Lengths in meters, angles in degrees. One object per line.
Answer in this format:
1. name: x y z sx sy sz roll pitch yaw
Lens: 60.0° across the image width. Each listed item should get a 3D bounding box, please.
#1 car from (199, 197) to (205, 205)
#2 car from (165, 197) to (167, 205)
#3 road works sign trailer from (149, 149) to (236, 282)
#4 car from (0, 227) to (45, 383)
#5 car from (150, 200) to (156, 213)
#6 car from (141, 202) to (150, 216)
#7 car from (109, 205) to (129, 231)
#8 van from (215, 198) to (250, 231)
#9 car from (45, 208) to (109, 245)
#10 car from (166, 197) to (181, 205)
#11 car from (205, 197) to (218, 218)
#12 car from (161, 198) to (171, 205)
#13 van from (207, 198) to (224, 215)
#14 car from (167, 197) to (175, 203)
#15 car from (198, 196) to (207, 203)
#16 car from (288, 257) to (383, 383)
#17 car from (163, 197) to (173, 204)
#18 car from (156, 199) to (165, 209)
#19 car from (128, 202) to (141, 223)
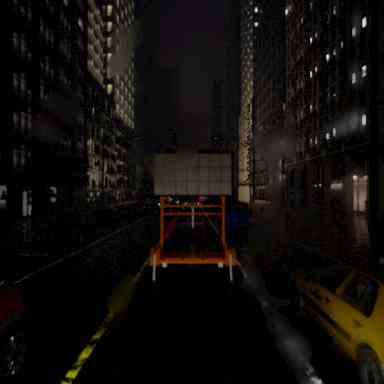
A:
1. car: 2.730 1.973 61.396 2.008 1.369 4.403 -1 0 0
2. car: -5.650 1.972 61.403 2.008 1.369 4.403 -1 0 0
3. road works sign trailer: 0.022 0.534 9.988 2.380 3.560 2.880 0 0 0
4. car: -3.102 1.368 2.271 2.097 1.767 4.553 0 0 0
5. car: -5.668 1.848 38.669 1.802 1.307 4.206 -1 0 0
6. car: -5.674 1.778 32.986 2.008 1.369 4.403 -1 0 0
7. car: -5.682 1.715 21.618 1.947 1.339 4.313 -1 0 0
8. van: 2.696 1.491 21.613 1.690 1.788 3.998 -1 0 0
9. car: -5.687 1.661 15.935 2.008 1.369 4.403 -1 0 0
10. car: -2.954 1.959 60.017 2.033 1.411 5.357 0 0 0
11. car: 2.705 1.543 32.980 2.192 1.841 5.009 -1 0 0
12. car: -5.641 2.081 72.770 1.802 1.307 4.206 -1 0 0
13. van: 2.710 1.608 38.664 1.690 1.788 3.998 -1 0 0
14. car: -5.627 2.138 89.651 1.752 1.417 4.829 -1 0 0
15. car: 2.751 1.930 89.816 2.192 1.841 5.009 -1 0 0
16. car: 2.684 1.559 4.731 1.752 1.417 4.829 -1 0 0
17. car: -5.637 1.977 78.454 1.967 1.590 4.097 -1 0 0
18. car: -5.660 1.895 50.036 2.008 1.369 4.403 -1 0 0
19. car: -5.678 1.733 27.302 1.887 1.381 4.507 -1 0 0
